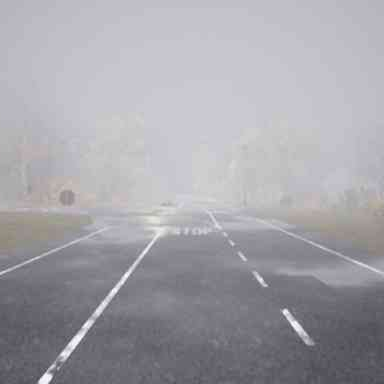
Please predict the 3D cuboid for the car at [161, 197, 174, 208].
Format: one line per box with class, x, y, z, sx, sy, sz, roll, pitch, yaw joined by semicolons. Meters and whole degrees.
car;-3.561;1.516;49.233;2.033;1.411;5.357;0;0;0
